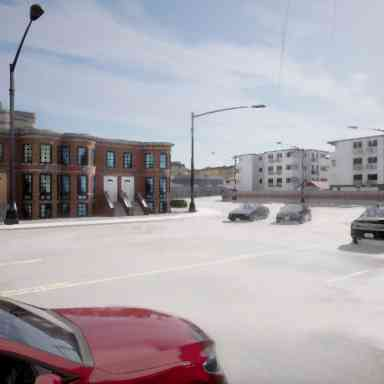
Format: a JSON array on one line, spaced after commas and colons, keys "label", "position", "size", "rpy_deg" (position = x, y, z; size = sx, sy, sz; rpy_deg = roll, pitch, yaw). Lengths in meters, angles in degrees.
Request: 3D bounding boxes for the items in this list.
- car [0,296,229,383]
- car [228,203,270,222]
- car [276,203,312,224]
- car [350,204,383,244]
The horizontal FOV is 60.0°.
[{"label": "car", "position": [-1.850, 1.525, 2.421], "size": [4.674, 1.442, 1.812], "rpy_deg": [0, 0, -35]}, {"label": "car", "position": [4.700, 1.603, 26.645], "size": [2.033, 1.411, 5.357], "rpy_deg": [0, 0, 30]}, {"label": "car", "position": [7.719, 1.560, 24.874], "size": [1.812, 1.442, 4.674], "rpy_deg": [0, 0, 30]}, {"label": "car", "position": [8.658, 1.496, 14.749], "size": [4.902, 1.511, 2.128], "rpy_deg": [0, 0, -45]}]
